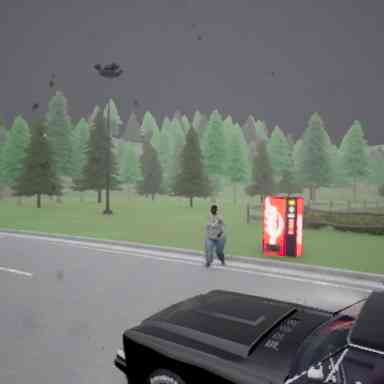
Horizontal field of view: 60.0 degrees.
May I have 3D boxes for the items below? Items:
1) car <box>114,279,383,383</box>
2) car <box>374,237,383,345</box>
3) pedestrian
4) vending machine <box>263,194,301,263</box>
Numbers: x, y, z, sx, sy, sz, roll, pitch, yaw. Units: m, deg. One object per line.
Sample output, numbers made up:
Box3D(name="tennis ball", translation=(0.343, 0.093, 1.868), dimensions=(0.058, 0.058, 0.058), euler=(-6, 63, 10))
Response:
Box3D(name="car", translation=(1.567, 1.596, 2.757), dimensions=(4.718, 1.301, 1.895), euler=(1, 1, 35))
Box3D(name="car", translation=(5.174, 1.551, 4.392), dimensions=(4.674, 1.442, 1.812), euler=(0, 0, 36))
Box3D(name="pedestrian", translation=(0.632, 1.220, 9.294), dimensions=(0.375, 1.860, 0.375), euler=(1, 1, 33))
Box3D(name="vending machine", translation=(2.990, 1.135, 10.951), dimensions=(0.880, 2.100, 1.100), euler=(1, 1, 33))
